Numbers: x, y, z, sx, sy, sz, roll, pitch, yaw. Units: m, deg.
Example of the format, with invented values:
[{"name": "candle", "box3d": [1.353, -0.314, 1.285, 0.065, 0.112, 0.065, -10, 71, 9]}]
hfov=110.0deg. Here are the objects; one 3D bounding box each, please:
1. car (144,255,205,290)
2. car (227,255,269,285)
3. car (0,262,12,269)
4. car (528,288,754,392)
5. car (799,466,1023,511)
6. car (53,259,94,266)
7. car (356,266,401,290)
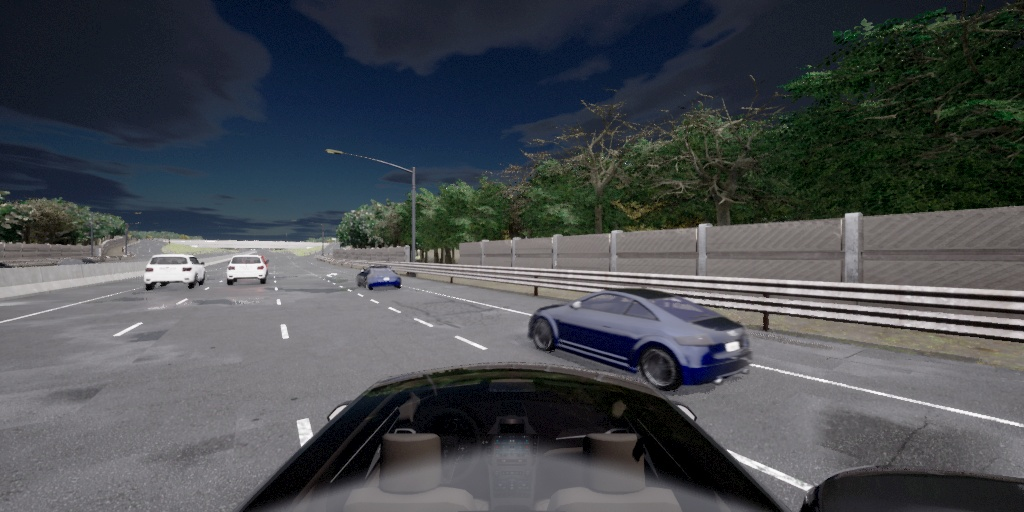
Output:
[{"name": "car", "box3d": [-21.075, 0.955, 22.603, 2.150, 2.045, 5.566, 0, 0, -34]}, {"name": "car", "box3d": [-19.274, 0.957, 26.201, 2.150, 2.045, 5.566, 0, 0, -34]}, {"name": "car", "box3d": [-42.060, 1.223, 28.434, 1.837, 1.490, 4.892, 0, 0, -34]}, {"name": "car", "box3d": [2.146, 1.313, 6.968, 1.994, 1.385, 4.181, 0, 0, -34]}, {"name": "car", "box3d": [2.985, 1.315, 0.453, 4.181, 1.385, 1.994, 0, 0, 34]}, {"name": "car", "box3d": [-41.537, 1.066, 33.970, 2.097, 1.767, 4.553, 0, 0, -34]}, {"name": "car", "box3d": [-8.494, 1.308, 22.712, 1.994, 1.385, 4.181, 0, 0, -34]}]
